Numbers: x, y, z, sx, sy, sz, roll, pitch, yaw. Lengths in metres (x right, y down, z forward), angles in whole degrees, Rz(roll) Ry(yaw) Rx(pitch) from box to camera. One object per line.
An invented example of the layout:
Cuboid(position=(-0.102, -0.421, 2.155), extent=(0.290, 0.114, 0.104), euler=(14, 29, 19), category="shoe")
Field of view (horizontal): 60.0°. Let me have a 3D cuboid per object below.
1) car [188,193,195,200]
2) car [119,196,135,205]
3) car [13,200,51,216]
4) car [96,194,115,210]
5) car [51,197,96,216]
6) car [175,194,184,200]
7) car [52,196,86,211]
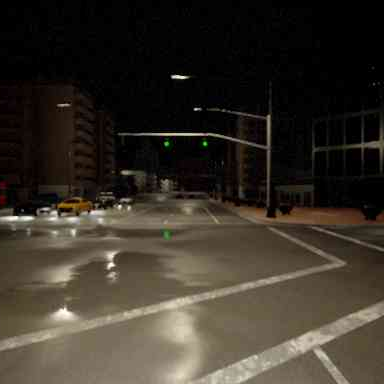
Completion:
Cuboid(position=(-0.088, 1.390, 94.331), extent=(2.128, 1.511, 4.902), euler=(0, 1, 0), category="car")
Cuboid(position=(-10.603, 1.404, 54.499), extent=(1.812, 1.442, 4.674), euler=(0, 0, 0), category="car")
Cuboid(position=(-14.124, 1.367, 29.710), extent=(1.994, 1.385, 4.181), euler=(0, 0, 0), category="car")
Cuboid(position=(-10.631, 1.308, 39.597), extent=(2.128, 1.511, 4.902), euler=(0, 0, 0), category="car")
Cuboid(position=(-10.625, 1.284, 30.331), extent=(1.882, 1.535, 5.008), euler=(0, 0, 0), category="car")
Cuboid(position=(-3.588, 1.221, 94.294), extent=(2.097, 1.767, 4.553), euler=(0, 1, 0), category="car")
Cuboid(position=(-14.132, 1.306, 38.655), extent=(2.128, 1.511, 4.902), euler=(0, 0, 0), category="car")
